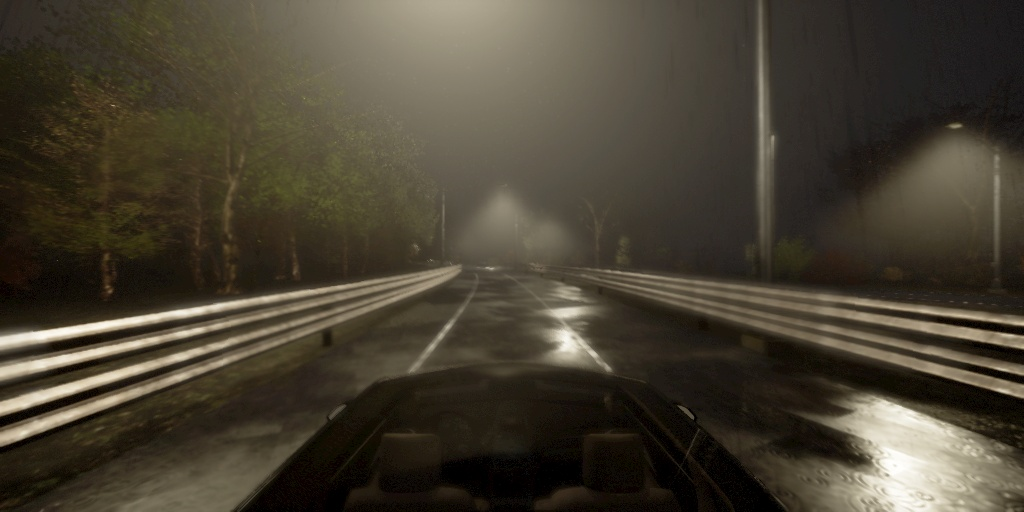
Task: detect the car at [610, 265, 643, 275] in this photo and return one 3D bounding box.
[{"bbox_3d":[14.645,1.904,46.382,1.837,1.490,4.892,0,0,-24],"label":"car"}]
